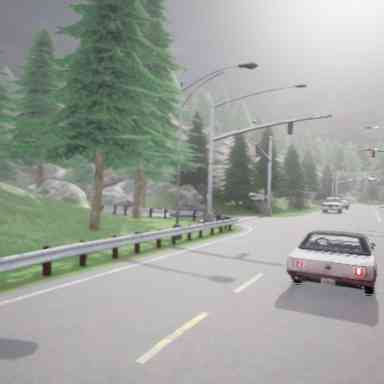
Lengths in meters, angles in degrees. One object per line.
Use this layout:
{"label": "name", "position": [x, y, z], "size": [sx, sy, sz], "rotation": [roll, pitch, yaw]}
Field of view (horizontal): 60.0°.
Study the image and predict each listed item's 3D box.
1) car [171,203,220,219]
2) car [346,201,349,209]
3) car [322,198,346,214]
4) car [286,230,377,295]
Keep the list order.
{"label": "car", "position": [0.261, 1.612, 28.493], "size": [4.181, 1.385, 1.994], "rotation": [3, 0, 24]}
{"label": "car", "position": [27.596, 2.314, 60.816], "size": [2.128, 1.511, 4.902], "rotation": [2, 0, 28]}
{"label": "car", "position": [19.017, 1.788, 44.981], "size": [2.150, 2.045, 5.566], "rotation": [2, 0, 28]}
{"label": "car", "position": [4.051, 1.721, 9.290], "size": [1.895, 1.301, 4.718], "rotation": [2, 0, 28]}
